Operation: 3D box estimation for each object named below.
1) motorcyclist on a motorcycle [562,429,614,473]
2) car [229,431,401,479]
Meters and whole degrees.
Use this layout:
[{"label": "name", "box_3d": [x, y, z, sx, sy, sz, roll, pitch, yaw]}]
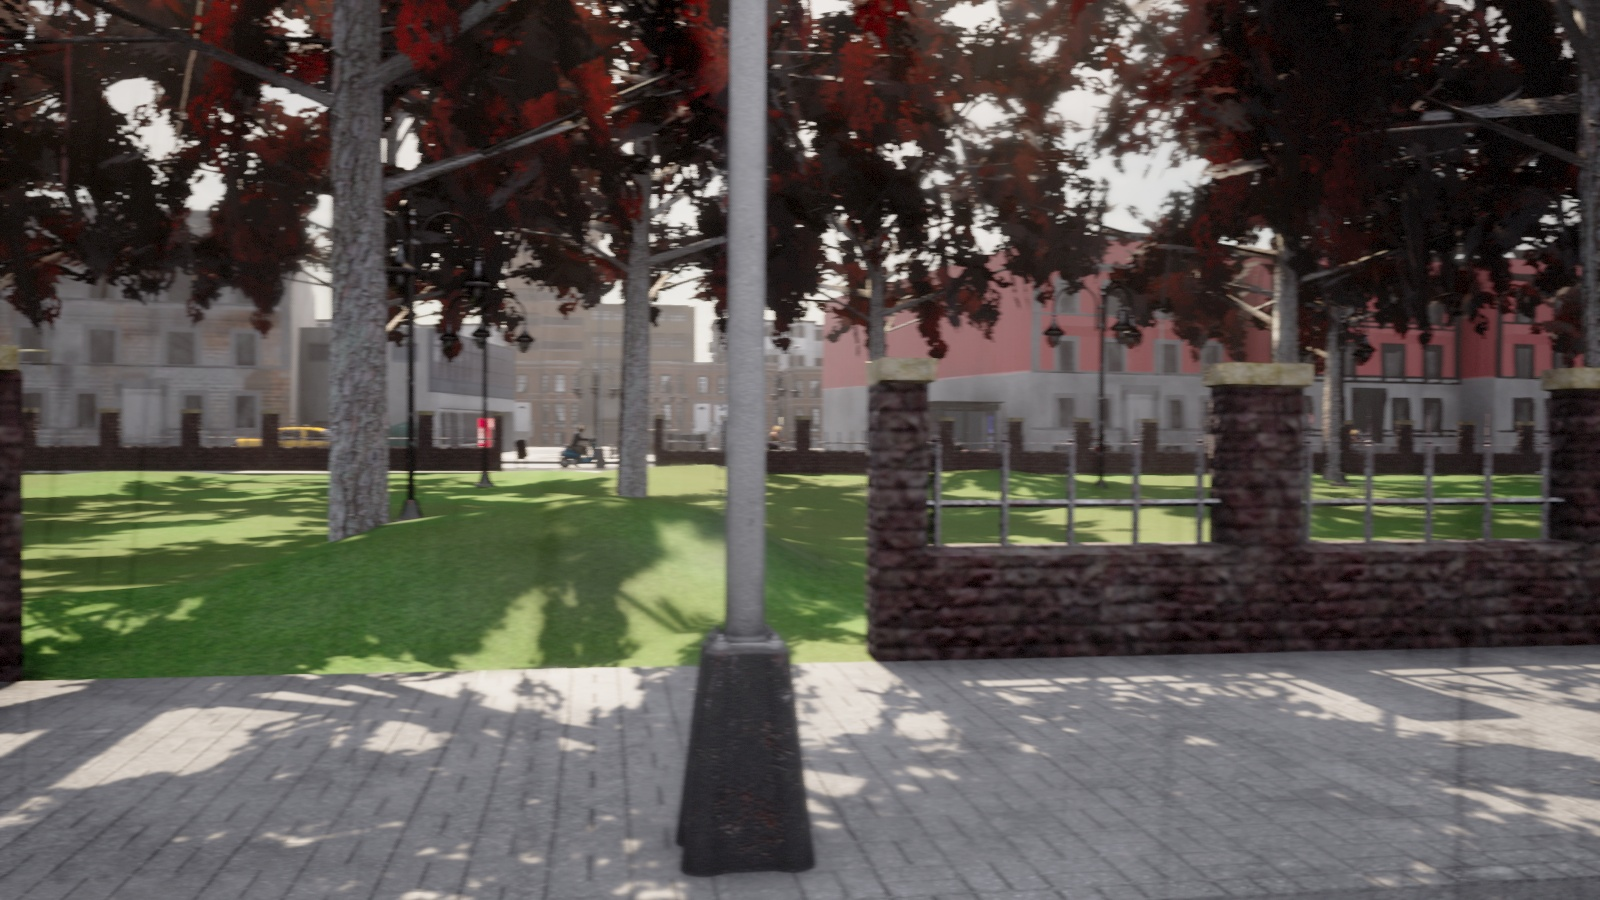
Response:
[{"label": "motorcyclist on a motorcycle", "box_3d": [-7.741, 0.027, 45.860, 1.817, 1.590, 0.866, -1, 1, -9]}, {"label": "car", "box_3d": [-17.066, 0.147, 44.413, 5.366, 1.575, 1.801, -1, 1, -9]}]
